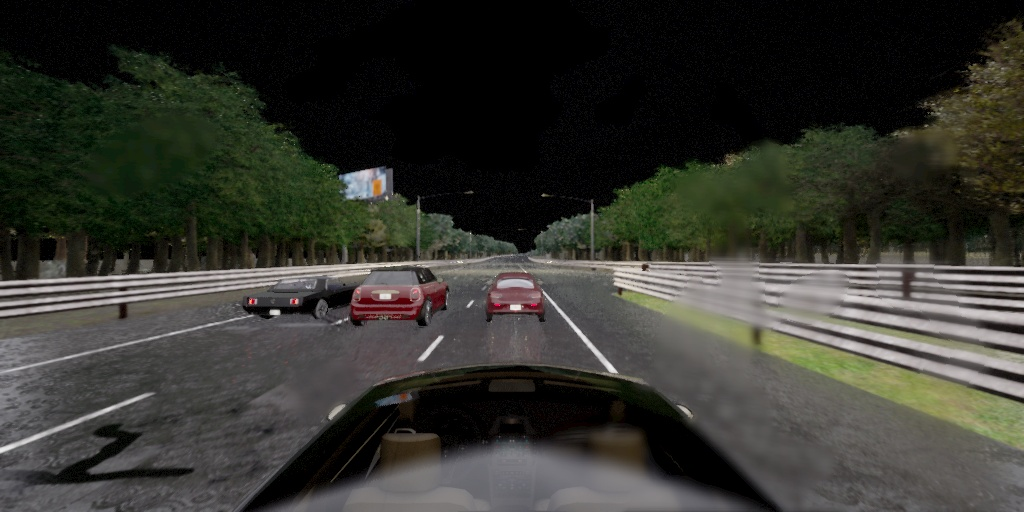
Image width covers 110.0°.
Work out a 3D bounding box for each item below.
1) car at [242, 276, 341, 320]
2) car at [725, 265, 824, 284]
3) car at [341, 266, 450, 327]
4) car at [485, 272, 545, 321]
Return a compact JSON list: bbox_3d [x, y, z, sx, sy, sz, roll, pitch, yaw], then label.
[{"bbox_3d":[-6.902,1.360,12.667,1.895,1.301,4.718,0,0,0],"label":"car"},{"bbox_3d":[12.165,1.111,17.011,1.994,1.385,4.181,0,0,-13],"label":"car"},{"bbox_3d":[-3.396,1.110,11.744,2.097,1.767,4.553,0,0,0],"label":"car"},{"bbox_3d":[0.104,1.284,12.394,1.812,1.442,4.674,0,0,0],"label":"car"}]
